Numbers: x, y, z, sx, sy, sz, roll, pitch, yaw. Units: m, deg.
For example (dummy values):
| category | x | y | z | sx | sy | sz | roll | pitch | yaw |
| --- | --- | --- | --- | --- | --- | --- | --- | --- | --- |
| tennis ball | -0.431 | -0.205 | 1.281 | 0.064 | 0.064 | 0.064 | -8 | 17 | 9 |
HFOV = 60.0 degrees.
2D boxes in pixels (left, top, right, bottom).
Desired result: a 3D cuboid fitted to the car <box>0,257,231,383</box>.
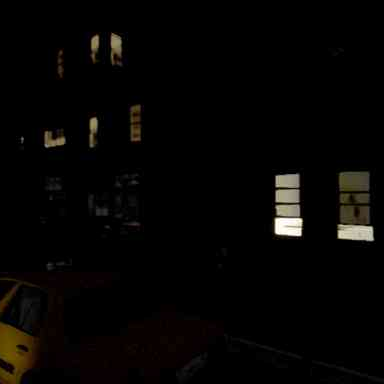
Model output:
| category | x | y | z | sx | sy | sz | roll | pitch | yaw |
| --- | --- | --- | --- | --- | --- | --- | --- | --- | --- |
| car | -1.877 | 1.528 | 4.297 | 4.829 | 1.417 | 1.752 | 0 | -1 | 36 |
